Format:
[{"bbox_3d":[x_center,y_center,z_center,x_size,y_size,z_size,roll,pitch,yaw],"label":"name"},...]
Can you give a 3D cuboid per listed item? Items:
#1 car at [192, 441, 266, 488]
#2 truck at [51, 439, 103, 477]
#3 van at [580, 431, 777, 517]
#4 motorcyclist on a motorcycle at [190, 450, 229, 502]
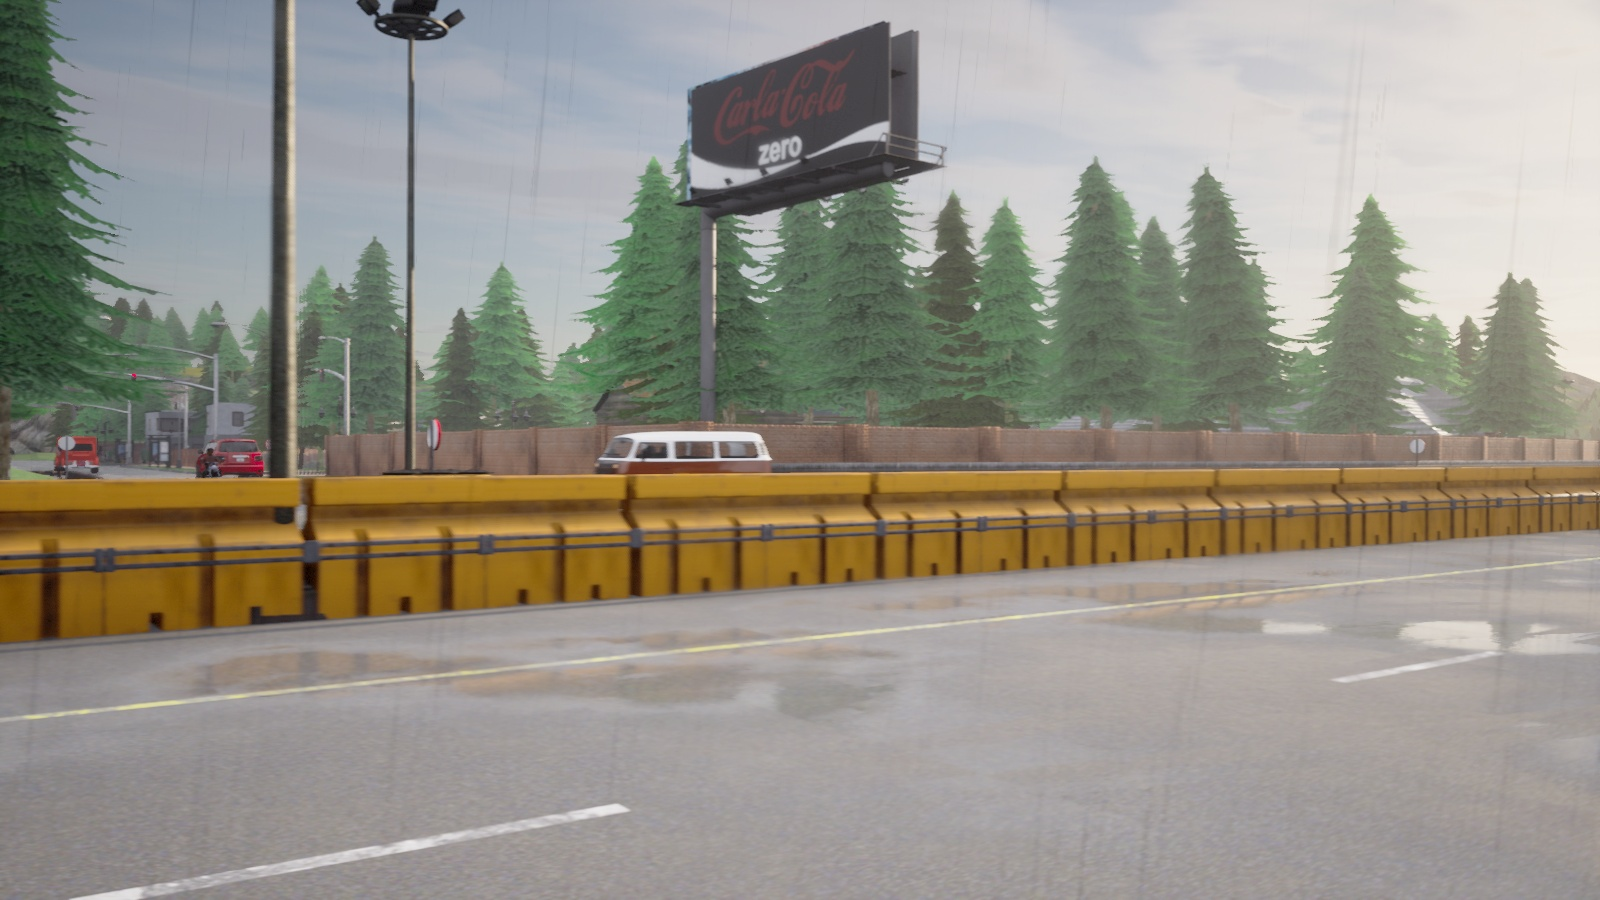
[{"bbox_3d":[-25.968,0.639,56.998,2.150,2.045,5.566,0,0,-34],"label":"car"},{"bbox_3d":[-48.508,0.547,84.217,2.627,2.467,5.204,0,0,-34],"label":"truck"},{"bbox_3d":[-3.036,0.552,31.562,4.480,2.038,2.069,0,1,-31],"label":"van"},{"bbox_3d":[-19.020,0.815,40.414,0.766,1.649,2.350,0,0,-34],"label":"motorcyclist on a motorcycle"}]
